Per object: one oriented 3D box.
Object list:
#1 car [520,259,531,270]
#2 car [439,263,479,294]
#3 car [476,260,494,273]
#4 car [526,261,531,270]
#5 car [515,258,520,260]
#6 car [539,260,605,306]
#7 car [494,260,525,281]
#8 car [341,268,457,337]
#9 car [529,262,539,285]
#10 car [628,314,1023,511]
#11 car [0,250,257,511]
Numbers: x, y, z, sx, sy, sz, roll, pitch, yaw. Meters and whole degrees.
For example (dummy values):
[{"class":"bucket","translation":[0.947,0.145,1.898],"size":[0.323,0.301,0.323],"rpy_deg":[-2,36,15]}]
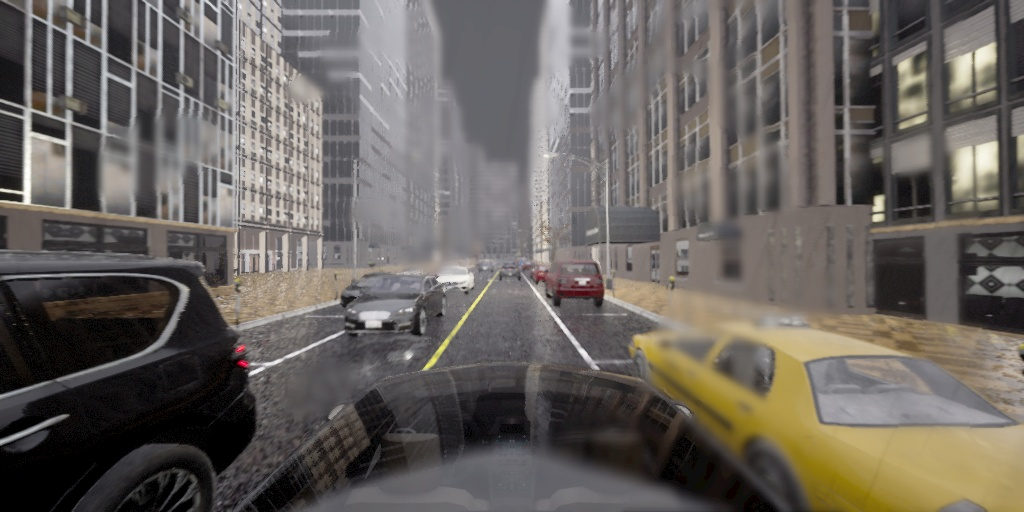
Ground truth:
[{"class":"car","translation":[2.339,1.424,49.595],"size":[1.888,1.381,4.507],"rpy_deg":[0,0,0]},{"class":"car","translation":[-3.222,1.355,20.886],"size":[1.812,1.442,4.674],"rpy_deg":[0,0,0]},{"class":"car","translation":[-3.338,1.403,47.115],"size":[2.128,1.511,4.902],"rpy_deg":[0,0,0]},{"class":"car","translation":[2.470,1.413,32.670],"size":[1.802,1.307,4.207],"rpy_deg":[0,0,0]},{"class":"car","translation":[-0.279,1.374,50.439],"size":[1.882,1.535,5.008],"rpy_deg":[0,0,0]},{"class":"car","translation":[2.601,1.095,15.747],"size":[2.192,1.841,5.009],"rpy_deg":[0,0,0]},{"class":"car","translation":[-0.169,1.337,31.946],"size":[2.128,1.511,4.902],"rpy_deg":[0,0,0]},{"class":"car","translation":[-3.153,1.288,10.580],"size":[2.128,1.511,4.902],"rpy_deg":[0,0,0]},{"class":"car","translation":[2.514,1.359,27.029],"size":[1.888,1.381,4.507],"rpy_deg":[0,0,0]},{"class":"car","translation":[2.656,1.267,3.798],"size":[1.751,1.417,4.829],"rpy_deg":[0,0,0]},{"class":"car","translation":[-3.078,0.986,0.492],"size":[2.150,2.045,5.566],"rpy_deg":[0,0,0]}]
